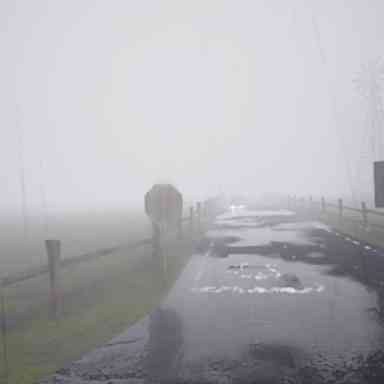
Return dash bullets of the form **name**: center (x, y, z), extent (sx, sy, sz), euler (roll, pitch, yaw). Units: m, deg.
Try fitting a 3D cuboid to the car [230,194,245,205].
- **car**: center (6.499, 1.017, 47.110), extent (2.128, 1.511, 4.902), euler (-2, 0, 7)
